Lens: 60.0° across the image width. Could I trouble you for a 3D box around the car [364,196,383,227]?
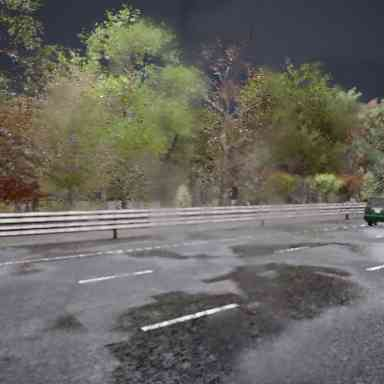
[{"bbox_3d":[13.618,1.292,22.045,5.566,2.045,2.150,0,0,-35],"label":"car"}]
